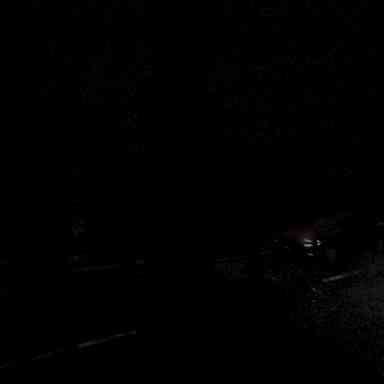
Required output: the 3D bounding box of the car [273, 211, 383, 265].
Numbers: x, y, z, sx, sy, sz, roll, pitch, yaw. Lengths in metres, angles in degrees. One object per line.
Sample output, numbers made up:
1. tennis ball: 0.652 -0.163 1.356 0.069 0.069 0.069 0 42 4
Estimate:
1. car: 5.004 1.473 11.820 5.008 1.535 1.882 0 0 -35
